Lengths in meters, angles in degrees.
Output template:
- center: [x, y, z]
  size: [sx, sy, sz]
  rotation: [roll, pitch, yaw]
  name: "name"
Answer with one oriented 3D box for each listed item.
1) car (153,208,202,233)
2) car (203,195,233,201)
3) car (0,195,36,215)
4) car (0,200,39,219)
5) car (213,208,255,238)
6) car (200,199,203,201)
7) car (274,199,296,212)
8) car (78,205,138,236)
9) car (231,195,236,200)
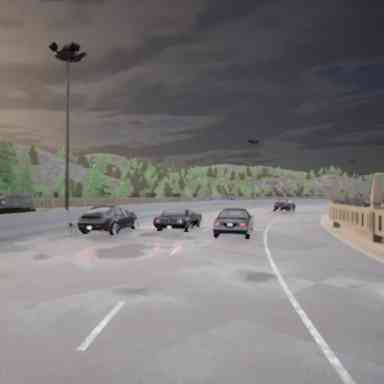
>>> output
- center: [-0.701, 1.641, 20.229]
  size: [1.895, 1.301, 4.718]
  rotation: [0, 0, 14]
  name: "car"
- center: [4.474, 1.766, 56.442]
  size: [1.837, 1.490, 4.892]
  rotation: [0, -1, 36]
  name: "car"
- center: [-14.200, 1.241, 24.645]
  size: [2.150, 2.045, 5.566]
  rotation: [0, 0, 15]
  name: "car"
- center: [-16.315, 1.517, 29.798]
  size: [1.882, 1.535, 5.008]
  rotation: [0, 0, 17]
  name: "car"
- center: [2.329, 1.588, 18.023]
  size: [2.033, 1.411, 5.357]
  rotation: [0, 0, 13]
  name: "car"
- center: [3.131, 1.906, 66.178]
  size: [2.033, 1.411, 5.357]
  rotation: [0, -1, 39]
  name: "car"
- center: [11.498, 1.666, 41.124]
  size: [1.837, 1.490, 4.892]
  rotation: [0, -1, 29]
  name: "car"
- center: [-4.586, 1.529, 18.836]
  size: [1.837, 1.490, 4.892]
  rotation: [0, 0, 12]
  name: "car"
- center: [6.341, 1.647, 64.591]
  size: [2.150, 2.045, 5.566]
  rotation: [0, -1, 40]
  name: "car"
